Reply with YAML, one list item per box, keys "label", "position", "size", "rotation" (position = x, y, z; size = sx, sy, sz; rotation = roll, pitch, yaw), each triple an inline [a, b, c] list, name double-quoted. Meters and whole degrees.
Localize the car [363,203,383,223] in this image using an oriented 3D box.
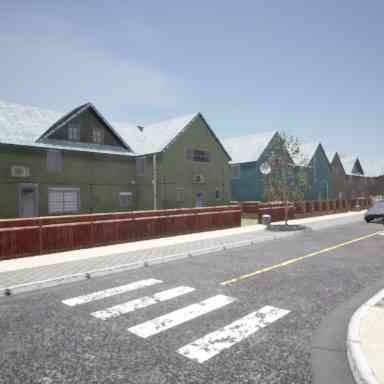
- label: "car"
  position: [14.327, 1.476, 24.441]
  size: [2.033, 1.411, 5.357]
  rotation: [-2, -1, 44]
